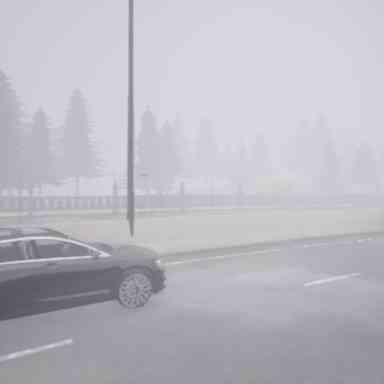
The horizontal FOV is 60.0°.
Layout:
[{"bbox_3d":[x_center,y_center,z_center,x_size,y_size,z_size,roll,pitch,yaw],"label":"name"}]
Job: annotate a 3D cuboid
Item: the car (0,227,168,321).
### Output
[{"bbox_3d":[-2.754,1.396,5.974,4.902,1.511,2.128,0,1,-35],"label":"car"}]
